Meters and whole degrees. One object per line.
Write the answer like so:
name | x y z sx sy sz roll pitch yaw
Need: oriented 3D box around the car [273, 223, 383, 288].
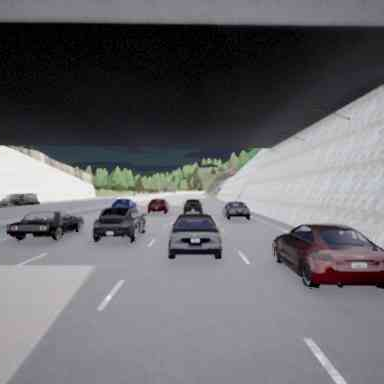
car | 3.601 1.540 9.157 1.994 1.385 4.181 0 0 0

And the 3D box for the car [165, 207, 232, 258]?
car | 0.102 1.514 12.594 2.033 1.411 5.357 0 0 0

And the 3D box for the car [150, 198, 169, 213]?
car | -3.400 1.388 34.279 1.882 1.535 5.008 0 0 0

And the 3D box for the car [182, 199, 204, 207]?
car | 0.101 1.419 32.852 1.837 1.490 4.892 0 0 0

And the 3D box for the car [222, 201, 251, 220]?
car | 3.604 1.476 27.508 2.033 1.411 5.357 0 0 0

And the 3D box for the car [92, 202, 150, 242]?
car | -3.397 1.462 16.189 1.837 1.490 4.892 0 0 0

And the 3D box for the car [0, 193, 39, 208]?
car | -17.593 1.131 33.816 2.150 2.045 5.566 0 0 0

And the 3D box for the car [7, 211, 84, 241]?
car | -6.898 1.558 16.340 1.895 1.301 4.718 0 0 0

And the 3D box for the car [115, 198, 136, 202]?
car | -6.900 1.388 34.306 1.882 1.535 5.008 0 0 0
